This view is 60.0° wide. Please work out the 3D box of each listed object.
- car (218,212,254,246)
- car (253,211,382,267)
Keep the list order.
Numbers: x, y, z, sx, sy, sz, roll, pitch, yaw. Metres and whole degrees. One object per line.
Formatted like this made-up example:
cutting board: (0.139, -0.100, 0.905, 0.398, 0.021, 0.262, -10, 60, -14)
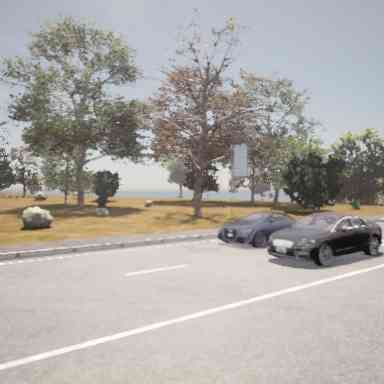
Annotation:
car: (3.172, 1.575, 14.756, 4.181, 1.385, 1.994, 0, 0, -36)
car: (4.713, 1.502, 11.540, 4.902, 1.511, 2.128, 0, 0, -35)
